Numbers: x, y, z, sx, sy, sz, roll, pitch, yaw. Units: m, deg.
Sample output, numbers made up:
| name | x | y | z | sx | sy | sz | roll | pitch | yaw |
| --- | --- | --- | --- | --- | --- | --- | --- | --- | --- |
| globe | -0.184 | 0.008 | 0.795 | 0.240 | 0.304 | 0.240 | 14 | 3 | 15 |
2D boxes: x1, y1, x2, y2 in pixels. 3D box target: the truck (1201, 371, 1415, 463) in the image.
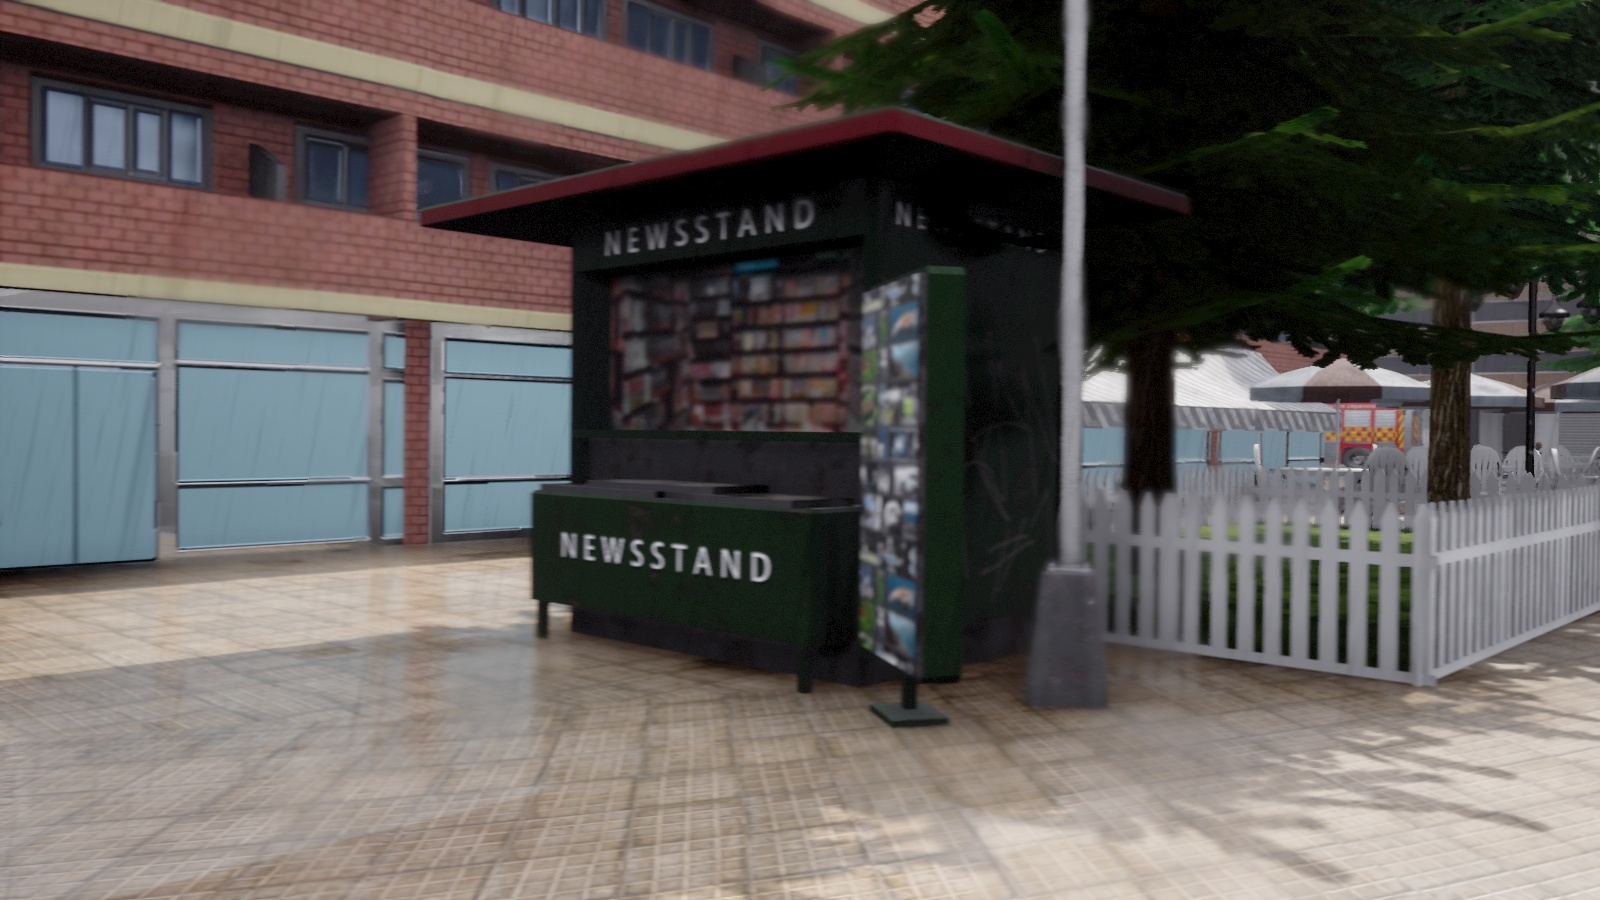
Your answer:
| name | x | y | z | sx | sy | sz | roll | pitch | yaw |
| --- | --- | --- | --- | --- | --- | --- | --- | --- | --- |
| truck | 22.812 | -1.422 | 56.770 | 8.468 | 3.827 | 2.891 | 0 | 1 | 44 |
